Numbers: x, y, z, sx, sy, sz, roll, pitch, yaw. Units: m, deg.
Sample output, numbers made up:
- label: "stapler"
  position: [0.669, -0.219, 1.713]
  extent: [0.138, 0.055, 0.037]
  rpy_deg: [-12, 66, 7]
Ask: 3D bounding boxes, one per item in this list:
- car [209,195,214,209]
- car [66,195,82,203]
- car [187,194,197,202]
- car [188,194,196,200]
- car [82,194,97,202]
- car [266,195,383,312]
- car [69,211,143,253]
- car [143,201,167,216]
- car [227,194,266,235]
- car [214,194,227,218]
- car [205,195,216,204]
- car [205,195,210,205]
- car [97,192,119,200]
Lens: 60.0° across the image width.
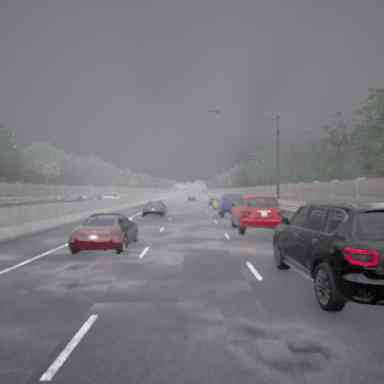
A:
- label: "car"
  position: [3.491, 1.365, 40.959]
  extent: [1.801, 1.575, 5.366]
  rpy_deg: [0, 0, 0]
- label: "car"
  position: [-21.033, 1.393, 59.907]
  extent: [1.837, 1.490, 4.892]
  rpy_deg: [0, 0, 0]
- label: "car"
  position: [-0.015, 1.332, 72.424]
  extent: [1.882, 1.535, 5.008]
  rpy_deg: [0, 0, 0]
- label: "car"
  position: [-0.018, 1.326, 87.859]
  extent: [2.033, 1.411, 5.357]
  rpy_deg: [0, 0, 0]
- label: "car"
  position: [-17.547, 1.240, 60.011]
  extent: [2.097, 1.767, 4.553]
  rpy_deg: [0, 0, 1]
- label: "car"
  position: [3.498, 1.201, 7.793]
  extent: [2.150, 2.045, 5.566]
  rpy_deg: [0, 0, 0]
- label: "car"
  position: [-3.403, 1.530, 13.500]
  extent: [1.994, 1.385, 4.181]
  rpy_deg: [0, 0, 0]
- label: "car"
  position: [-3.406, 1.491, 31.008]
  extent: [1.994, 1.385, 4.181]
  rpy_deg: [0, 0, 0]
- label: "car"
  position: [3.496, 1.175, 18.795]
  extent: [2.150, 2.045, 5.566]
  rpy_deg: [0, 0, 0]
- label: "car"
  position: [3.494, 1.151, 29.797]
  extent: [2.150, 2.045, 5.566]
  rpy_deg: [0, 0, 0]
- label: "car"
  position: [3.487, 1.343, 62.964]
  extent: [1.801, 1.575, 5.366]
  rpy_deg: [0, 0, 0]
- label: "car"
  position: [3.489, 1.398, 51.772]
  extent: [1.837, 1.490, 4.892]
  rpy_deg: [0, 0, 0]
- label: "car"
  position: [-14.050, 1.102, 57.184]
  extent: [2.150, 2.045, 5.566]
  rpy_deg: [0, 0, 1]
